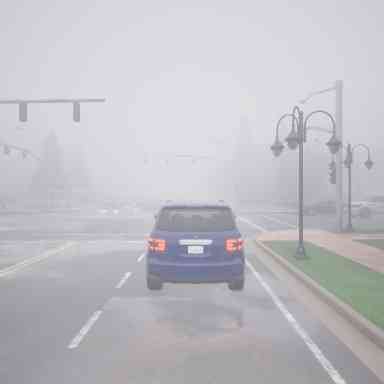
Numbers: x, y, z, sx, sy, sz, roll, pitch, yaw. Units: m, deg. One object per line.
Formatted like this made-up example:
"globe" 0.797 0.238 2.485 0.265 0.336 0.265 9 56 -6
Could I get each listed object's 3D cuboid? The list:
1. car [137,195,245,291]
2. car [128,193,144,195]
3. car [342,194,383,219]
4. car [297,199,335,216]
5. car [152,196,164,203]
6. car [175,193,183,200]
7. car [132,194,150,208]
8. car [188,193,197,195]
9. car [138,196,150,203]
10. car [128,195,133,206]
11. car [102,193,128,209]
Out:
"car" 0.087 1.221 9.185 2.150 2.045 5.566 0 0 0
"car" -10.507 1.477 62.329 1.882 1.535 5.008 0 0 0
"car" 16.211 1.221 28.810 5.566 2.045 2.150 0 0 -1
"car" 12.766 1.505 32.290 4.892 1.490 1.837 0 0 -1
"car" -6.959 1.505 68.062 1.837 1.490 4.892 0 0 0
"car" -3.432 1.210 87.778 2.097 1.767 4.553 0 0 0
"car" -7.045 1.477 48.997 1.882 1.535 5.008 0 0 0
"car" 0.061 1.544 77.933 1.994 1.385 4.181 0 0 0
"car" -10.443 1.540 72.790 2.033 1.411 5.357 0 0 0
"car" -10.540 1.564 53.555 1.994 1.385 4.181 0 0 1
"car" -10.557 1.352 44.925 2.097 1.767 4.553 0 0 0
